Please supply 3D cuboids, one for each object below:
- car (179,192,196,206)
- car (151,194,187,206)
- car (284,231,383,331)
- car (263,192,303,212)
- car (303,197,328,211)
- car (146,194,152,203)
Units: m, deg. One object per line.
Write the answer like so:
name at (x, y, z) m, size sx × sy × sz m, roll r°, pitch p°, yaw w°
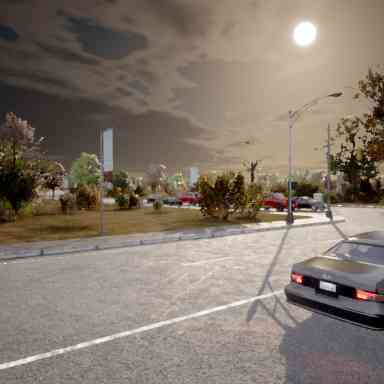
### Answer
car at (-0.081, 1.042, 52.723) m, size 2.150 × 2.045 × 5.566 m, roll -1°, pitch 0°, yaw -39°
car at (-3.605, 1.393, 51.519) m, size 2.033 × 1.411 × 5.357 m, roll -1°, pitch 0°, yaw -39°
car at (4.176, 1.528, 6.746) m, size 5.357 × 1.411 × 2.033 m, roll 0°, pitch 0°, yaw -36°
car at (8.750, 1.059, 36.252) m, size 2.150 × 2.045 × 5.566 m, roll -1°, pitch 0°, yaw -37°
car at (12.629, 1.304, 36.986) m, size 2.128 × 1.511 × 4.902 m, roll -1°, pitch 0°, yaw -39°
car at (-6.413, 1.176, 60.631) m, size 2.097 × 1.767 × 4.553 m, roll -1°, pitch 0°, yaw -38°
